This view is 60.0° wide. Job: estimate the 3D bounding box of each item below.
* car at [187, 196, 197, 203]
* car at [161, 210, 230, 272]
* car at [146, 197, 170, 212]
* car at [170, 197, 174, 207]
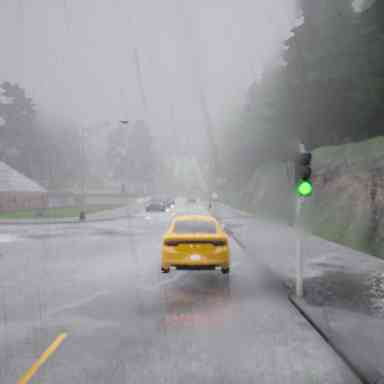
[{"bbox_3d":[-0.003,1.599,70.779,2.033,1.411,5.357,0,0,0],"label":"car"},{"bbox_3d":[0.094,1.486,10.833,1.882,1.535,5.008,0,0,0],"label":"car"},{"bbox_3d":[-4.104,1.384,38.679,2.097,1.767,4.553,0,0,0],"label":"car"},{"bbox_3d":[-4.088,1.603,47.998,1.994,1.385,4.181,0,0,0],"label":"car"}]
